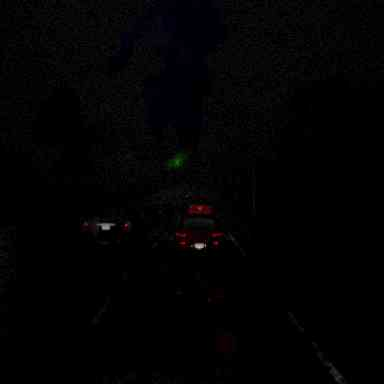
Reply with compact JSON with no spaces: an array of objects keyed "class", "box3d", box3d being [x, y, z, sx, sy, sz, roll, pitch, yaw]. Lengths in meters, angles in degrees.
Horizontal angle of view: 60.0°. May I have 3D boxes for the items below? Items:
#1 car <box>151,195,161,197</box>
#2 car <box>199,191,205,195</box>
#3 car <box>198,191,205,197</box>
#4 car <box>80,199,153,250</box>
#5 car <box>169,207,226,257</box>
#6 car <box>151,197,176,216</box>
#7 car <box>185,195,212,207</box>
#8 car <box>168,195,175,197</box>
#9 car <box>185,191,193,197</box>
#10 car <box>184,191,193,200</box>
[{"class":"car","box3d":[-8.303,1.394,77.344,1.882,1.535,5.008,0,1,2]},{"class":"car","box3d":[2.405,1.118,83.387,1.837,1.490,4.892,0,3,2]},{"class":"car","box3d":[2.755,0.474,93.802,2.033,1.411,5.357,0,3,2]},{"class":"car","box3d":[-3.191,1.368,14.593,2.097,1.767,4.553,0,0,1]},{"class":"car","box3d":[0.275,1.542,12.921,1.812,1.442,4.674,0,0,1]},{"class":"car","box3d":[-2.733,1.516,31.307,1.882,1.535,5.008,0,0,2]},{"class":"car","box3d":[0.727,1.390,29.949,2.097,1.767,4.553,0,0,2]},{"class":"car","box3d":[-4.806,1.443,77.227,2.128,1.511,4.902,0,1,2]},{"class":"car","box3d":[-0.743,0.473,93.920,2.033,1.411,5.357,0,3,2]},{"class":"car","box3d":[-1.093,1.142,83.506,2.128,1.511,4.902,0,3,2]}]
